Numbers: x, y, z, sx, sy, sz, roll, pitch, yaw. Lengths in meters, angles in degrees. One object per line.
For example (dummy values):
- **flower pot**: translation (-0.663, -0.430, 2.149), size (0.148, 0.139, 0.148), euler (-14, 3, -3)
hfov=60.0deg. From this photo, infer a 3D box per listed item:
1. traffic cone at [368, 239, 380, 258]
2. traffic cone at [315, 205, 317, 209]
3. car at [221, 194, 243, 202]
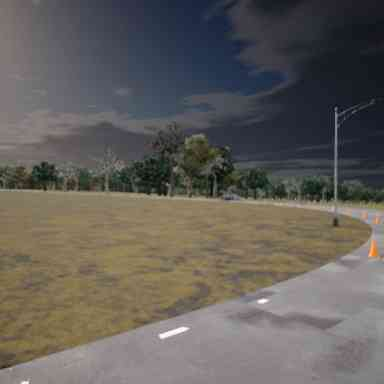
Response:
- **traffic cone**: translation (6.235, 1.916, 11.404), size (0.340, 0.580, 0.340), euler (0, 0, 39)
- **traffic cone**: translation (15.728, 1.849, 42.258), size (0.340, 0.580, 0.340), euler (1, 0, -5)
- **car**: translation (7.900, 1.159, 65.991), size (2.128, 1.511, 4.902), euler (1, 0, -43)
